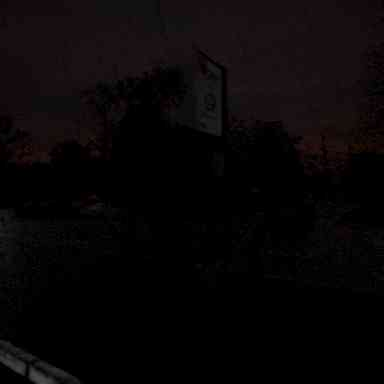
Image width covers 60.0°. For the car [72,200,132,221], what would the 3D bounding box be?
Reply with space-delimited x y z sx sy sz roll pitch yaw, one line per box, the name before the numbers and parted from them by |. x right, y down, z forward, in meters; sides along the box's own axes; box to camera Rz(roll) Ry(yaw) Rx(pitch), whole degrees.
car | -7.093 1.556 27.582 2.002 1.452 4.674 0 0 36

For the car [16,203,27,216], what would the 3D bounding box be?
car | -14.988 1.580 33.214 2.002 1.452 4.674 0 0 36

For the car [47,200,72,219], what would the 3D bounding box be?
car | -9.651 1.523 29.417 2.097 1.535 5.008 0 0 36

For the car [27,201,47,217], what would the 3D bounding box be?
car | -12.322 1.533 31.309 2.231 1.521 4.892 0 0 35
